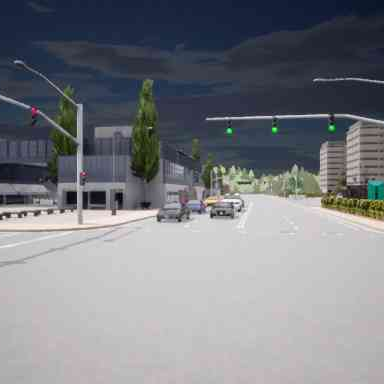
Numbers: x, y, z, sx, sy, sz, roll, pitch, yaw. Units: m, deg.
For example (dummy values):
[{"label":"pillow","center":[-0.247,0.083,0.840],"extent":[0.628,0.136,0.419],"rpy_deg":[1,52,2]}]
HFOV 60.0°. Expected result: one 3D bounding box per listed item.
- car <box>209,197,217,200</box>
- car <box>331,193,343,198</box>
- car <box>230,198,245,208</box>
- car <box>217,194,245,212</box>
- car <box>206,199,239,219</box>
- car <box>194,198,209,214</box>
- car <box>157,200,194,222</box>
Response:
[{"label":"car","center":[3.045,1.477,48.758],"extent":[1.882,1.535,5.008],"rpy_deg":[0,0,12]},{"label":"car","center":[32.994,1.156,72.116],"extent":[3.866,1.878,1.905],"rpy_deg":[0,0,10]},{"label":"car","center":[6.841,1.564,49.872],"extent":[1.994,1.385,4.181],"rpy_deg":[0,0,12]},{"label":"car","center":[4.642,1.219,38.773],"extent":[2.150,2.045,5.566],"rpy_deg":[0,0,12]},{"label":"car","center":[2.788,1.564,29.404],"extent":[1.994,1.385,4.181],"rpy_deg":[0,0,11]},{"label":"car","center":[0.317,1.526,34.959],"extent":[1.812,1.442,4.674],"rpy_deg":[0,0,11]},{"label":"car","center":[-1.382,1.526,26.381],"extent":[1.812,1.442,4.674],"rpy_deg":[0,0,11]}]
